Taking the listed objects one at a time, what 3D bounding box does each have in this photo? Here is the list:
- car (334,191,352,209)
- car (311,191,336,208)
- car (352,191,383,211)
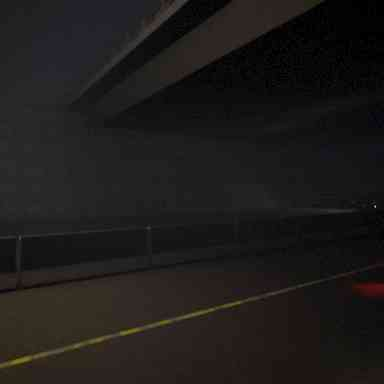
[{"bbox_3d":[19.042,1.082,38.627,4.553,1.767,2.097,0,0,-35],"label":"car"},{"bbox_3d":[17.318,0.944,41.690,5.566,2.045,2.150,0,0,-35],"label":"car"},{"bbox_3d":[19.436,0.966,34.642,5.566,2.045,2.150,-1,1,-35],"label":"car"}]
